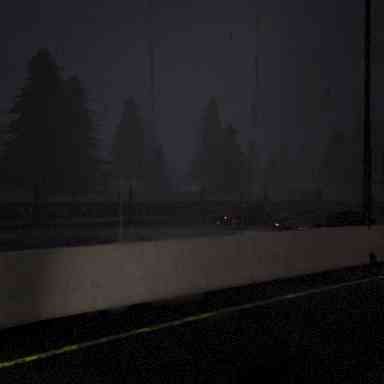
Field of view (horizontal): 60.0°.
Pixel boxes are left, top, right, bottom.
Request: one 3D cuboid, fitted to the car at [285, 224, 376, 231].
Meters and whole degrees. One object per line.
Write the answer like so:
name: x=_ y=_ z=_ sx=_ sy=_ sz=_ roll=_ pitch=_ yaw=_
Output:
car: x=6.375 y=1.560 z=15.569 sx=5.008 sy=1.535 sz=1.882 roll=1 pitch=0 yaw=-26
